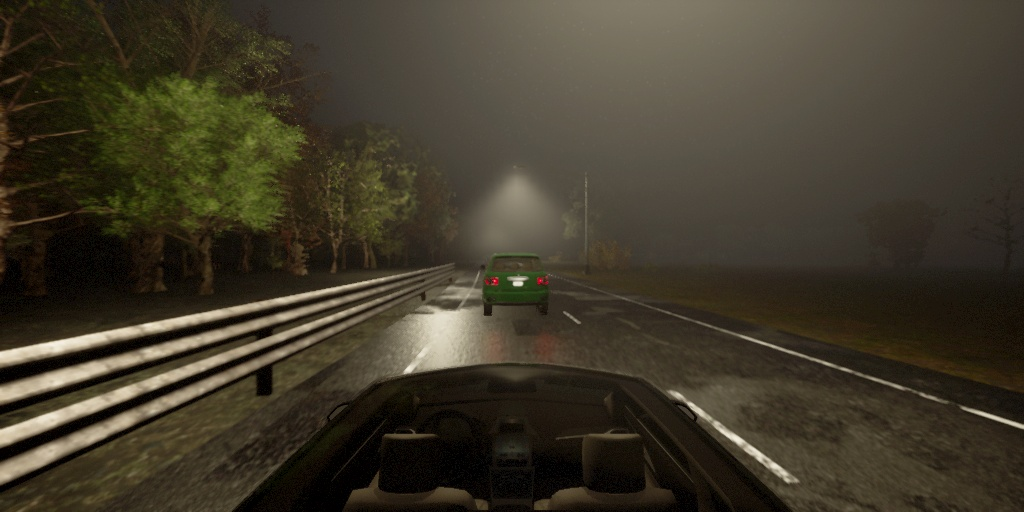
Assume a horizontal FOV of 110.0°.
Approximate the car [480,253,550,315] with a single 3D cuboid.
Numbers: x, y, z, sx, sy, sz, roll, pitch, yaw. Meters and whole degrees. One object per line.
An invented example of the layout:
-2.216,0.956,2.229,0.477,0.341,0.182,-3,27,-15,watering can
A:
-0.004,0.915,13.482,2.150,2.045,5.566,0,0,-4,car
